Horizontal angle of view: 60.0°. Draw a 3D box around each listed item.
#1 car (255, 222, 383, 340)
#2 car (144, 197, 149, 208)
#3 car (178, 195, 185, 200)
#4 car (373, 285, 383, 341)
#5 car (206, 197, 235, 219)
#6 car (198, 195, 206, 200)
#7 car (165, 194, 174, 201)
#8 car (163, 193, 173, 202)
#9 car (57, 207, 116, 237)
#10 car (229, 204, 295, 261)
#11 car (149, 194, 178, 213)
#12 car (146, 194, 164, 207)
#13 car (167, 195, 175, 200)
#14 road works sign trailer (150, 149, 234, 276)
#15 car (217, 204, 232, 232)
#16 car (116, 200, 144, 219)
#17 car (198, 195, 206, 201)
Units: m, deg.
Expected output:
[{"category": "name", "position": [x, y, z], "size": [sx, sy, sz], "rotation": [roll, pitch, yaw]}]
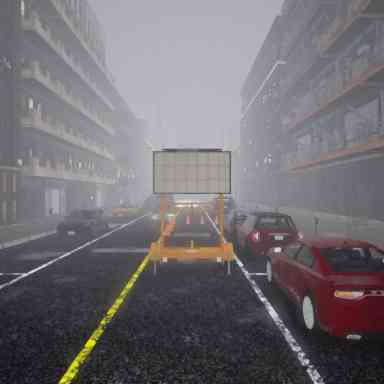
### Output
[{"category": "car", "position": [2.692, 1.545, 6.586], "size": [1.887, 1.381, 4.507], "rotation": [0, 0, 0]}, {"category": "car", "position": [-5.688, 1.432, 46.045], "size": [1.967, 1.590, 4.097], "rotation": [0, 0, 0]}, {"category": "car", "position": [-2.999, 1.450, 90.096], "size": [1.882, 1.535, 5.008], "rotation": [0, 0, 0]}, {"category": "car", "position": [2.691, 1.566, 0.949], "size": [1.947, 1.339, 4.313], "rotation": [0, 0, 0]}, {"category": "car", "position": [2.694, 1.312, 29.131], "size": [2.192, 1.841, 5.009], "rotation": [0, 0, 0]}, {"category": "car", "position": [2.694, 1.516, 91.131], "size": [1.887, 1.381, 4.507], "rotation": [0, 0, 0]}, {"category": "car", "position": [-5.687, 1.415, 85.499], "size": [1.967, 1.590, 4.097], "rotation": [0, 0, 0]}, {"category": "car", "position": [-5.686, 1.293, 79.863], "size": [2.192, 1.841, 5.009], "rotation": [0, 0, 0]}, {"category": "car", "position": [-5.689, 1.565, 17.861], "size": [1.947, 1.339, 4.313], "rotation": [0, 0, 0]}, {"category": "car", "position": [2.692, 1.440, 12.223], "size": [1.967, 1.590, 4.097], "rotation": [0, 0, 0]}, {"category": "car", "position": [-3.099, 1.215, 37.102], "size": [2.150, 2.045, 5.566], "rotation": [0, 0, 0]}, {"category": "car", "position": [-5.687, 1.305, 51.681], "size": [2.192, 1.841, 5.009], "rotation": [0, 0, 0]}, {"category": "car", "position": [-5.686, 1.516, 91.136], "size": [1.887, 1.381, 4.507], "rotation": [0, 0, 0]}, {"category": "road works sign trailer", "position": [0.000, 0.465, 10.355], "size": [2.380, 3.560, 2.880], "rotation": [0, 0, 0]}, {"category": "car", "position": [2.692, 1.550, 17.858], "size": [2.008, 1.369, 4.403], "rotation": [0, 0, 0]}, {"category": "car", "position": [-5.688, 1.523, 28.965], "size": [1.752, 1.417, 4.829], "rotation": [0, 0, 0]}, {"category": "car", "position": [2.694, 1.503, 80.029], "size": [1.752, 1.417, 4.829], "rotation": [0, 0, 0]}]
